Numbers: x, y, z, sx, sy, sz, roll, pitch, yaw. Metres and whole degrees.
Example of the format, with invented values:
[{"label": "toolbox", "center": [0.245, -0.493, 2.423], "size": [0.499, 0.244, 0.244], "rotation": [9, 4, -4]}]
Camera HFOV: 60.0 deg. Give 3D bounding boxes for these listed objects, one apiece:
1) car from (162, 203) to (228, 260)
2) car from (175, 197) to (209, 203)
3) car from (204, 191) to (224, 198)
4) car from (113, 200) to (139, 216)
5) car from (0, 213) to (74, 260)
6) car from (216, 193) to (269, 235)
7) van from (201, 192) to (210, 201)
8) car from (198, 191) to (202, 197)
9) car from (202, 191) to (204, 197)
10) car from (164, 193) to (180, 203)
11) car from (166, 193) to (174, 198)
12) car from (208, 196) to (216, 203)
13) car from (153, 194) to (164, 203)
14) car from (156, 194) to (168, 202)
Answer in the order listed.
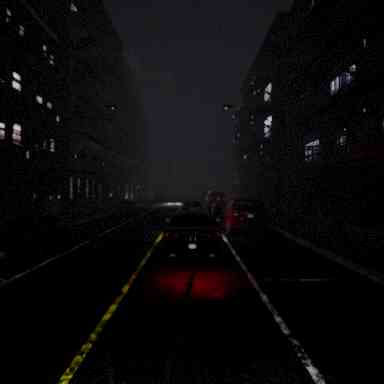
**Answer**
[{"label": "car", "center": [0.033, 1.386, 12.000], "size": [1.882, 1.535, 5.008], "rotation": [0, 0, 0]}, {"label": "car", "center": [0.021, 1.352, 25.861], "size": [2.033, 1.411, 5.357], "rotation": [0, 0, 0]}, {"label": "car", "center": [3.108, 0.911, 42.323], "size": [2.150, 2.045, 5.566], "rotation": [0, 0, 0]}, {"label": "car", "center": [-5.687, 1.363, 29.057], "size": [1.802, 1.307, 4.206], "rotation": [0, 0, 0]}, {"label": "car", "center": [-5.687, 1.474, 12.009], "size": [1.947, 1.339, 4.313], "rotation": [0, 0, 0]}, {"label": "car", "center": [2.695, 1.180, 17.693], "size": [2.192, 1.841, 5.009], "rotation": [0, 0, 0]}, {"label": "van", "center": [2.695, 0.833, 68.833], "size": [1.690, 1.788, 3.998], "rotation": [0, 0, 0]}, {"label": "car", "center": [2.694, 0.847, 63.151], "size": [2.192, 1.841, 5.009], "rotation": [0, 0, 0]}, {"label": "car", "center": [3.108, 0.860, 49.322], "size": [2.150, 2.045, 5.566], "rotation": [0, 0, 0]}, {"label": "car", "center": [-3.062, 1.065, 57.430], "size": [2.128, 1.511, 4.902], "rotation": [0, 0, 0]}, {"label": "car", "center": [-5.686, 0.917, 85.879], "size": [1.887, 1.381, 4.507], "rotation": [0, 0, 0]}, {"label": "car", "center": [2.694, 1.331, 29.059], "size": [2.008, 1.369, 4.403], "rotation": [0, 0, 0]}, {"label": "car", "center": [-5.686, 1.118, 57.467], "size": [1.887, 1.381, 4.507], "rotation": [0, 0, 0]}, {"label": "car", "center": [-5.687, 1.114, 63.150], "size": [1.802, 1.307, 4.206], "rotation": [0, 0, 0]}]
